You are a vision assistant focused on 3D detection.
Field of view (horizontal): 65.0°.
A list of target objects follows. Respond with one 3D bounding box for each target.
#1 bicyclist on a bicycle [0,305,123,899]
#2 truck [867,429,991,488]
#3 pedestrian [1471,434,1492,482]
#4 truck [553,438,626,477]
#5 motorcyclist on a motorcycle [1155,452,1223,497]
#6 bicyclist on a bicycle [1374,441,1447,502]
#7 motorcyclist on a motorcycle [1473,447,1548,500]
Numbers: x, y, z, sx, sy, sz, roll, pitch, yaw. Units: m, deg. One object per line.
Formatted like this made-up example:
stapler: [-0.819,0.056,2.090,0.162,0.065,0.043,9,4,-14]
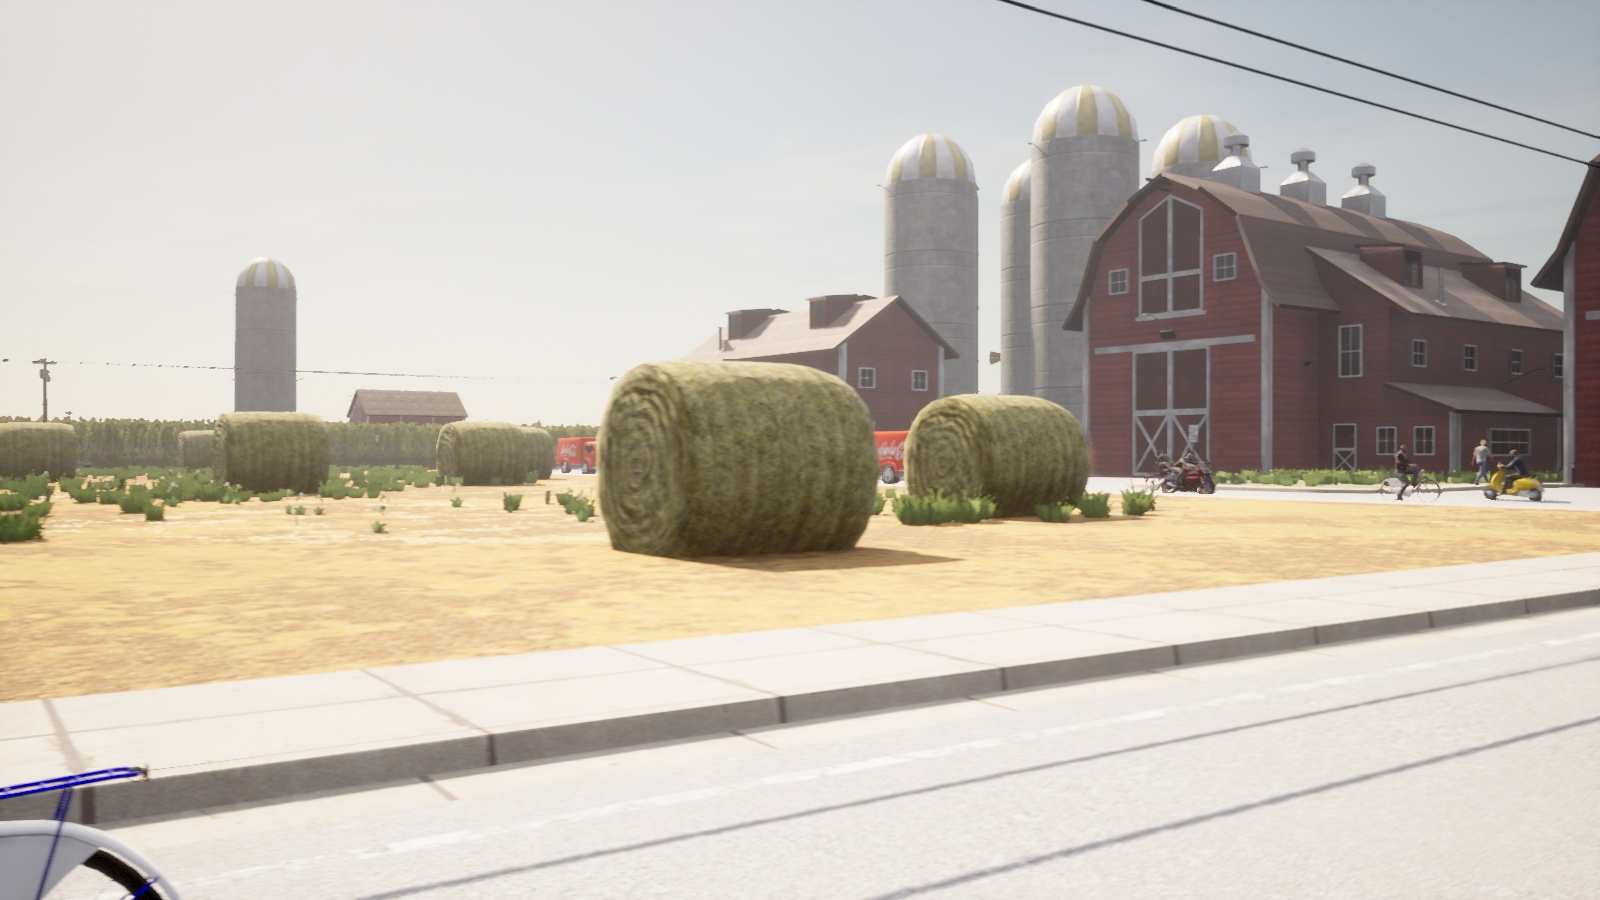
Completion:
bicyclist on a bicycle: [-2.225,0.625,2.110,1.843,1.776,0.659,0,0,-35]
truck: [5.592,0.349,55.214,2.627,2.467,5.204,0,0,-36]
pedestrian: [26.405,0.321,48.639,0.706,1.836,0.354,0,0,-27]
truck: [-13.782,0.461,82.011,2.627,2.467,5.204,0,0,-36]
motorcyclist on a motorcycle: [13.648,0.831,44.087,0.866,1.530,2.191,0,0,-36]
bicyclist on a bicycle: [18.294,0.637,37.661,0.659,1.776,1.843,0,-1,-36]
motorcyclist on a motorcycle: [21.874,0.699,38.684,0.866,1.590,1.817,0,0,-36]
